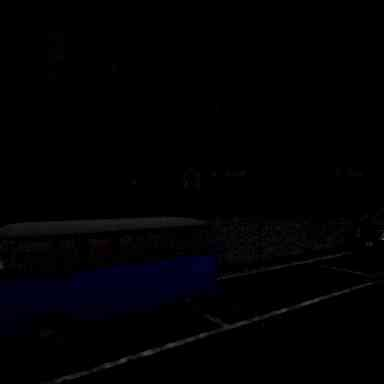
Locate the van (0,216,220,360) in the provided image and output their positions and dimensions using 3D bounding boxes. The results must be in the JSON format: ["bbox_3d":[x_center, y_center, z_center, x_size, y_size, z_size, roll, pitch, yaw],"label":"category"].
[{"bbox_3d":[-1.392,1.348,5.664,3.998,1.788,1.690,0,0,-36],"label":"van"}]

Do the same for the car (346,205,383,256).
[{"bbox_3d":[7.769,1.366,12.232,5.009,1.841,2.192,0,0,-36],"label":"car"}]
